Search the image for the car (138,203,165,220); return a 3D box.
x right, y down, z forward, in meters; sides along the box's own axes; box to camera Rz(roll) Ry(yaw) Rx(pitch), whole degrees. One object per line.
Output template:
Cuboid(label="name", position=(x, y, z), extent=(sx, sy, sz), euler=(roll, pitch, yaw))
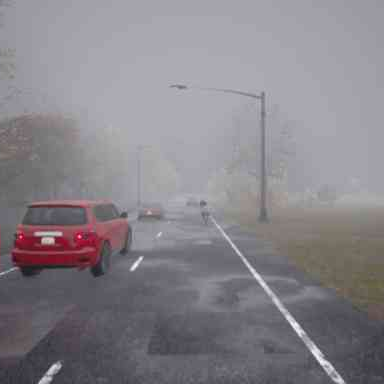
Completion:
Cuboid(label="car", position=(-3.397, 1.625, 28.496), extent=(1.994, 1.385, 4.181), euler=(0, 0, 0))

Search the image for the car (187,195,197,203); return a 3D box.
Cuboid(label="car", position=(0.012, 1.518, 74.315), extent=(2.097, 1.767, 4.553), euler=(0, 0, 0))

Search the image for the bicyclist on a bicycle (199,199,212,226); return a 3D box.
Cuboid(label="bicyclist on a bicycle", position=(0.943, 1.485, 22.692), extent=(0.866, 1.612, 1.509), euler=(0, 0, 0))

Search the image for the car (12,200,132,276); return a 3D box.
Cuboid(label="car", position=(-3.399, 1.244, 10.537), extent=(2.150, 2.045, 5.566), euler=(0, 0, 0))

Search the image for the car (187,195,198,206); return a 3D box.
Cuboid(label="car", position=(0.097, 1.687, 56.705), extent=(1.994, 1.385, 4.181), euler=(0, 0, 0))
